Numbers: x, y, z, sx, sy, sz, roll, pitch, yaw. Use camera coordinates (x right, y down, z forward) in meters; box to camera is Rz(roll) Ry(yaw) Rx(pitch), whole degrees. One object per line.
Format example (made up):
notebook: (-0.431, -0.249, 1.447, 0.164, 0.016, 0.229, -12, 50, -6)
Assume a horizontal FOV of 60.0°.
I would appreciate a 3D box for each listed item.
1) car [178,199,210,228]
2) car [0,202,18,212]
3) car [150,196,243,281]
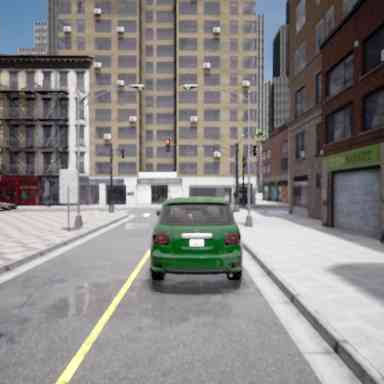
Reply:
car: (0.057, 1.263, 21.356, 1.837, 1.490, 4.892, 0, 1, -1)
car: (-19.967, 1.327, 32.257, 5.357, 1.411, 2.033, 0, 0, -1)
car: (0.094, 1.115, 9.630, 2.150, 2.045, 5.566, 0, 1, 0)
